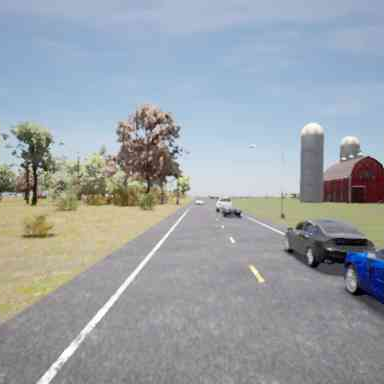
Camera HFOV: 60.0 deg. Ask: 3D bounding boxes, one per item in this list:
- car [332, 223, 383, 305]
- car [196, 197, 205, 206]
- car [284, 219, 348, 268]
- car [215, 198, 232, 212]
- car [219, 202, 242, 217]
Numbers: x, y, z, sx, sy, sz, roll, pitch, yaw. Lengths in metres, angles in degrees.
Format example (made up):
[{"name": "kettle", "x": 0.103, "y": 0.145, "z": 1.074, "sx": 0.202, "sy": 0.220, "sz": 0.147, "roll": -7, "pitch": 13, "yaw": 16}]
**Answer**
[{"name": "car", "x": 4.619, "y": 1.650, "z": 6.195, "sx": 1.882, "sy": 1.535, "sz": 5.008, "roll": 1, "pitch": -1, "yaw": 1}, {"name": "car", "x": 1.753, "y": 2.300, "z": 74.474, "sx": 1.812, "sy": 1.442, "sz": 4.674, "roll": 1, "pitch": -1, "yaw": 1}, {"name": "car", "x": 4.766, "y": 1.743, "z": 12.193, "sx": 1.837, "sy": 1.490, "sz": 4.892, "roll": 1, "pitch": -1, "yaw": 1}, {"name": "car", "x": 4.597, "y": 1.807, "z": 47.563, "sx": 2.150, "sy": 2.045, "sz": 5.566, "roll": 1, "pitch": -1, "yaw": 1}, {"name": "car", "x": 4.368, "y": 2.080, "z": 37.172, "sx": 1.895, "sy": 1.301, "sz": 4.718, "roll": 1, "pitch": -1, "yaw": 2}]
